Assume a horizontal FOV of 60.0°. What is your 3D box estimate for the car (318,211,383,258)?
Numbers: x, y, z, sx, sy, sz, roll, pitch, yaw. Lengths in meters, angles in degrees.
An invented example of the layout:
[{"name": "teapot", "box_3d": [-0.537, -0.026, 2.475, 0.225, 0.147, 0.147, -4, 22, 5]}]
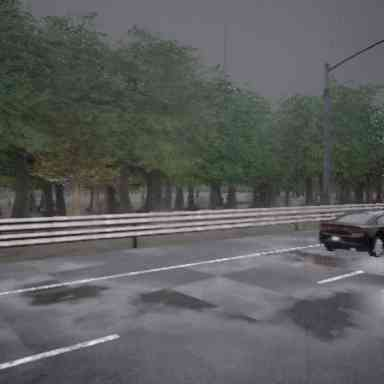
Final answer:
[{"name": "car", "box_3d": [7.011, 1.473, 12.945, 5.008, 1.535, 1.882, 0, 0, -35]}]
